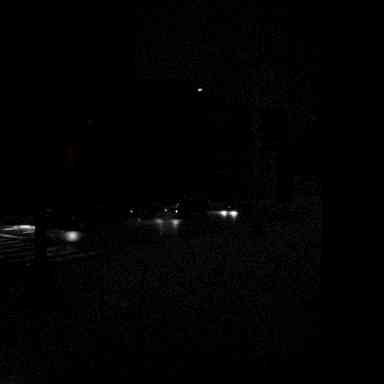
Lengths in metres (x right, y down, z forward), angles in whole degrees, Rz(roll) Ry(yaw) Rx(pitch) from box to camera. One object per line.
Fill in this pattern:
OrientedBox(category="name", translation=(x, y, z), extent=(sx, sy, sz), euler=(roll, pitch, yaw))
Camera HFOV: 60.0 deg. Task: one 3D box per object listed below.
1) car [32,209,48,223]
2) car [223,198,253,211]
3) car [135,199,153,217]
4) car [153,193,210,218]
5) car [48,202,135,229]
OrientedBox(category="car", translation=(-8.902, 1.511, 23.368), extent=(1.994, 1.385, 4.181), euler=(0, 0, 35))
OrientedBox(category="car", translation=(5.216, 1.421, 37.639), extent=(1.994, 1.385, 4.181), euler=(0, 0, 36))
OrientedBox(category="car", translation=(-3.785, 1.402, 30.587), extent=(2.128, 1.511, 4.902), euler=(0, 0, 35))
OrientedBox(category="car", translation=(-0.553, 1.121, 29.536), extent=(2.150, 2.045, 5.566), euler=(0, 0, 35))
OrientedBox(category="car", translation=(-6.300, 1.419, 21.431), extent=(1.882, 1.535, 5.008), euler=(0, 0, 34))
